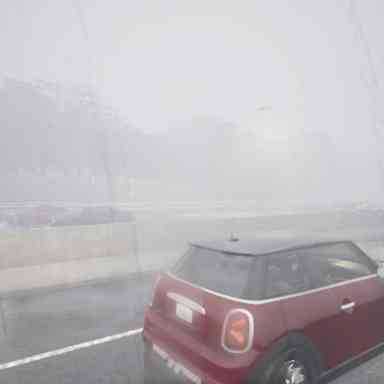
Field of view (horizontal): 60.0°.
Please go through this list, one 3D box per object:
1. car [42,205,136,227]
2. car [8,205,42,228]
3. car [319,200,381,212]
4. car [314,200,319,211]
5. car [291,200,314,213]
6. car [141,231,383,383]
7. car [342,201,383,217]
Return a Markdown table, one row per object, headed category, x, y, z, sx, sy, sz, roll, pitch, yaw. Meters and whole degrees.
| category | x | y | z | sx | sy | sz | roll | pitch | yaw |
| --- | --- | --- | --- | --- | --- | --- | --- | --- | --- |
| car | -6.251 | 1.566 | 21.020 | 5.357 | 1.411 | 2.033 | 0 | 0 | -35 |
| car | -9.990 | 1.576 | 22.375 | 4.181 | 1.385 | 1.994 | 0 | 0 | -37 |
| car | 12.347 | 1.573 | 25.620 | 4.902 | 1.511 | 2.128 | 0 | 0 | -35 |
| car | 16.044 | 1.623 | 36.782 | 4.892 | 1.490 | 1.837 | 0 | 0 | -35 |
| car | 13.795 | 1.642 | 39.478 | 4.674 | 1.442 | 1.812 | 0 | 0 | -35 |
| car | 1.643 | 1.363 | 4.915 | 4.553 | 1.767 | 2.097 | 0 | 0 | -35 |
| car | 17.166 | 1.678 | 33.292 | 4.181 | 1.385 | 1.994 | 0 | 0 | -35 |
